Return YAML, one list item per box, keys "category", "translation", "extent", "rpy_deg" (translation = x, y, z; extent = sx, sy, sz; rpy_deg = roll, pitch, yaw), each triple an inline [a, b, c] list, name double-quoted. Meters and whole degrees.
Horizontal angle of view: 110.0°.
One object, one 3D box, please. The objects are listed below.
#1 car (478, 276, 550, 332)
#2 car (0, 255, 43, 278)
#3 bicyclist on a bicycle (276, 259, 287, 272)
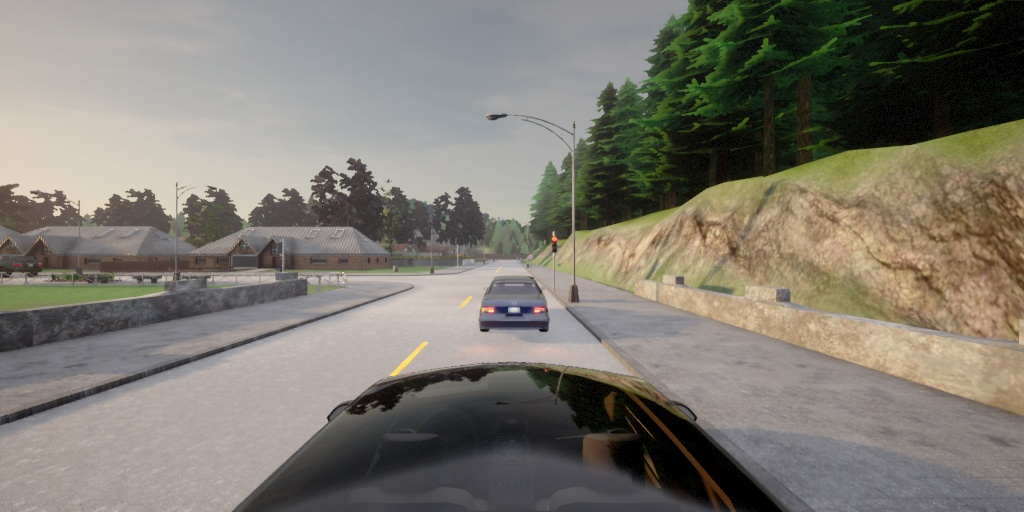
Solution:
- category: "car"
  translation: [0.062, 1.297, 10.811]
  extent: [2.033, 1.411, 5.357]
  rpy_deg: [0, 0, 0]
- category: "car"
  translation: [-47.379, 0.971, 33.336]
  extent: [5.566, 2.045, 2.150]
  rpy_deg: [0, 0, 1]
- category: "bicyclist on a bicycle"
  translation: [-24.167, 1.099, 37.589]
  extent: [0.582, 1.620, 1.656]
  rpy_deg: [0, 0, 0]
